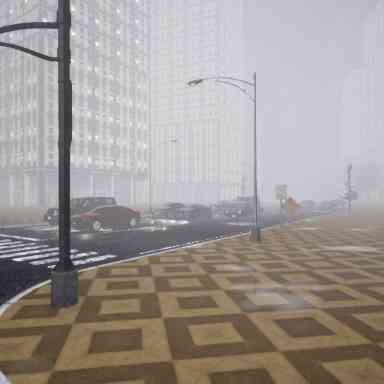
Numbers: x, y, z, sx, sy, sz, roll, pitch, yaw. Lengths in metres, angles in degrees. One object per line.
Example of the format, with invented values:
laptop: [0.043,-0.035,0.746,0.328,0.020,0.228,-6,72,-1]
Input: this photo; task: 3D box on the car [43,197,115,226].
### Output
car: [-7.805,1.366,24.119,2.150,2.045,5.566,0,-1,34]

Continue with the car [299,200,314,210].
car: [17.334,1.859,49.715,1.812,1.442,4.674,0,0,32]

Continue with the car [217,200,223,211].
car: [3.856,1.768,41.193,2.128,1.511,4.902,0,-1,34]

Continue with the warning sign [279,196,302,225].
warning sign: [6.811,1.251,22.975,1.300,1.860,1.060,0,0,34]

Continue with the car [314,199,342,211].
car: [18.802,1.852,45.893,2.033,1.411,5.357,0,0,31]

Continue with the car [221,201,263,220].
car: [4.907,1.797,30.823,1.895,1.301,4.718,0,-1,34]

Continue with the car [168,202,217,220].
car: [0.124,1.754,29.954,1.994,1.385,4.181,0,-1,34]

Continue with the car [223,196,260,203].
car: [6.158,1.479,38.796,2.150,2.045,5.566,0,-1,34]

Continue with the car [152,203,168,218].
car: [-1.965,1.737,32.649,1.812,1.442,4.674,0,-1,34]

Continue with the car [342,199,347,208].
car: [24.205,1.839,54.742,1.882,1.535,5.008,0,0,31]

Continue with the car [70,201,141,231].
car: [-5.531,1.603,21.687,1.882,1.535,5.008,0,-1,34]
